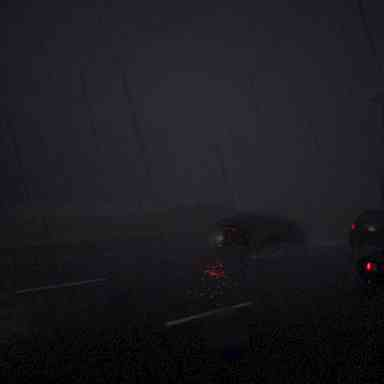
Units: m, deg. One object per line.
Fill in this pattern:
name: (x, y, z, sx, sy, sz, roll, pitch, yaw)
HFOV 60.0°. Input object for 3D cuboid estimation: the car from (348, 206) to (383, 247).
car: (8.769, 1.506, 14.285, 4.553, 1.767, 2.097, 1, 0, -35)

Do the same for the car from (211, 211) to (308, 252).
car: (3.083, 1.613, 14.533, 4.892, 1.490, 1.837, 1, 0, -35)

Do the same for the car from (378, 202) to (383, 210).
car: (31.096, 2.158, 51.844, 4.718, 1.301, 1.895, 1, 0, -35)

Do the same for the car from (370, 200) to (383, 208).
car: (36.431, 2.197, 64.180, 4.674, 1.442, 1.812, 1, 0, -35)

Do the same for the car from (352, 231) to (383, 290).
car: (6.140, 1.698, 8.119, 4.718, 1.301, 1.895, 1, 0, -35)
